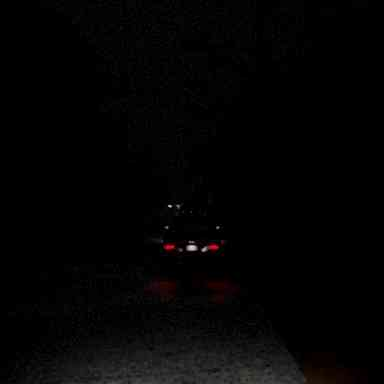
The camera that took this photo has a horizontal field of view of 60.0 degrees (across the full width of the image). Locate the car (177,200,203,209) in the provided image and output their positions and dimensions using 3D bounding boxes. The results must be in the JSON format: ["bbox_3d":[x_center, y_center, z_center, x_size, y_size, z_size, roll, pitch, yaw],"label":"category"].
[{"bbox_3d":[-0.023,1.566,27.931,1.895,1.301,4.718,0,0,0],"label":"car"}]

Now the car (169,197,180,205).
[{"bbox_3d":[-3.061,1.612,59.300,1.812,1.442,4.674,0,-1,0],"label":"car"}]

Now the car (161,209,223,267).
[{"bbox_3d":[0.010,1.533,11.359,2.033,1.411,5.357,0,0,0],"label":"car"}]
